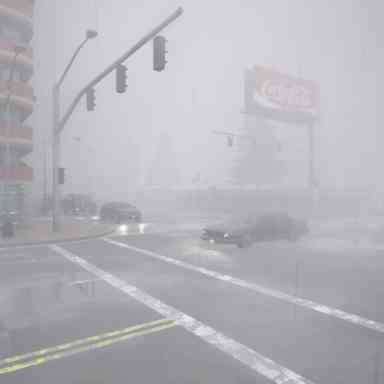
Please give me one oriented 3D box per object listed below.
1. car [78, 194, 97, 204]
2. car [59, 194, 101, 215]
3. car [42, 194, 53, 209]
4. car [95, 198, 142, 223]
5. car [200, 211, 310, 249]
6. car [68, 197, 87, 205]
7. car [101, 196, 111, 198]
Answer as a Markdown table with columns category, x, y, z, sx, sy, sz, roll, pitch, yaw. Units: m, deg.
| category | x | y | z | sx | sy | sz | roll | pitch | yaw |
| --- | --- | --- | --- | --- | --- | --- | --- | --- | --- |
| car | -20.366 | 1.352 | 64.663 | 2.097 | 1.767 | 4.553 | 0 | 0 | -36 |
| car | -11.612 | 1.221 | 34.185 | 2.150 | 2.045 | 5.566 | 0 | 0 | -36 |
| car | -17.768 | 1.221 | 42.758 | 2.150 | 2.045 | 5.566 | 0 | 0 | -35 |
| car | -5.616 | 1.505 | 25.848 | 1.837 | 1.490 | 4.892 | 0 | 0 | -36 |
| car | 2.956 | 1.547 | 14.683 | 5.357 | 1.411 | 2.033 | 0 | 0 | -35 |
| car | -20.194 | 1.564 | 58.433 | 1.994 | 1.385 | 4.181 | 0 | 0 | -36 |
| car | -14.984 | 1.478 | 57.184 | 1.882 | 1.535 | 5.008 | 0 | 0 | -36 |
